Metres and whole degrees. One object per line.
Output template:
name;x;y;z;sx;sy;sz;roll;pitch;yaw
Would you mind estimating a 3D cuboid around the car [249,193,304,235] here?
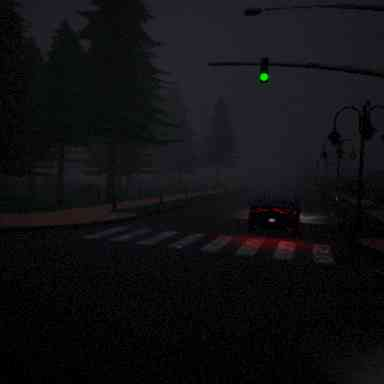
car;3.692;0.762;14.325;1.882;1.535;5.008;3;3;19
